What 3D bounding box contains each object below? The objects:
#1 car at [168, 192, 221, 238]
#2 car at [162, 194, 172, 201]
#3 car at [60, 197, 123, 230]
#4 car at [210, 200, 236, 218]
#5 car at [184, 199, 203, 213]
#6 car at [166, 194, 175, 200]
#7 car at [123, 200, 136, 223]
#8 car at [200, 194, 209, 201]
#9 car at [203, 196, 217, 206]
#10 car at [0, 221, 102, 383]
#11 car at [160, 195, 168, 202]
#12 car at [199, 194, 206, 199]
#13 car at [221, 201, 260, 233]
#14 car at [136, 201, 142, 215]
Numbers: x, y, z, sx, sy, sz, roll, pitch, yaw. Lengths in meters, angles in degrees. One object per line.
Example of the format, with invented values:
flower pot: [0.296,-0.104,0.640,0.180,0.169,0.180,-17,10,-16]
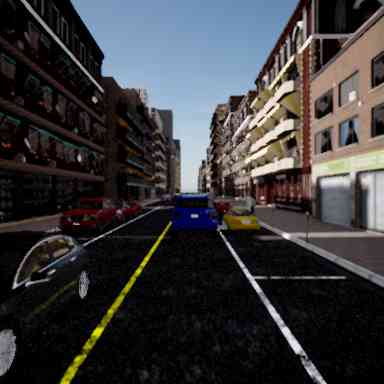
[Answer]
car: [0.114,1.159,17.435,2.150,2.045,5.566,0,0,0]
car: [-5.623,1.275,75.210,2.008,1.369,4.403,0,0,0]
car: [-5.673,1.247,18.847,2.192,1.841,5.009,0,0,0]
car: [2.717,1.437,30.108,1.887,1.381,4.507,0,0,0]
car: [0.131,1.471,36.137,1.895,1.301,4.718,0,0,0]
car: [-5.612,1.227,86.482,1.887,1.381,4.507,0,0,0]
car: [-5.668,1.351,24.483,1.967,1.590,4.097,0,0,0]
car: [2.759,1.251,75.367,1.752,1.417,4.829,0,0,0]
car: [2.738,1.361,52.653,2.008,1.369,4.403,0,0,0]
car: [-3.096,1.485,5.357,1.837,1.490,4.892,0,0,0]
car: [-5.627,1.296,69.573,2.008,1.369,4.403,0,0,0]
car: [2.774,1.244,92.106,1.802,1.307,4.206,0,0,0]
car: [2.707,1.458,19.006,1.752,1.417,4.829,0,0,0]
car: [-5.663,1.436,30.121,1.887,1.381,4.507,0,0,0]
